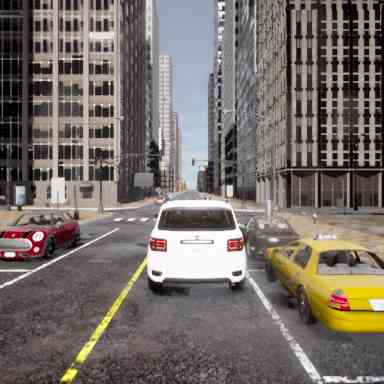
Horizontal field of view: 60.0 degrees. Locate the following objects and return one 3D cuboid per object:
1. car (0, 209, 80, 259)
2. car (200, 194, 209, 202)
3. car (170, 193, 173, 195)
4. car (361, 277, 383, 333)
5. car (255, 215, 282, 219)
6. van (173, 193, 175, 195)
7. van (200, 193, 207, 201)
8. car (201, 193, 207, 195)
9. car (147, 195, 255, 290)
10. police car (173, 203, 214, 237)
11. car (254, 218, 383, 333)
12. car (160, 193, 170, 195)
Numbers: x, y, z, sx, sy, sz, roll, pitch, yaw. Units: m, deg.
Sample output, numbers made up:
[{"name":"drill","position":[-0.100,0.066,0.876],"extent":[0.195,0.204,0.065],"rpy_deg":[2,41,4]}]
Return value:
[{"name":"car","position":[-5.684,1.436,12.405],"extent":[1.967,1.590,4.097],"rpy_deg":[0,0,0]},{"name":"car","position":[2.718,1.343,73.032],"extent":[1.967,1.590,4.097],"rpy_deg":[0,0,0]},{"name":"car","position":[-5.693,1.233,67.353],"extent":[2.192,1.841,5.009],"rpy_deg":[0,0,0]},{"name":"car","position":[2.692,1.551,1.064],"extent":[2.008,1.369,4.403],"rpy_deg":[0,0,0]},{"name":"car","position":[2.696,1.546,12.403],"extent":[2.008,1.369,4.403],"rpy_deg":[0,0,0]},{"name":"van","position":[-5.658,1.213,84.408],"extent":[1.690,1.788,3.998],"rpy_deg":[0,0,0]},{"name":"van","position":[2.720,1.229,78.716],"extent":[1.690,1.788,3.998],"rpy_deg":[0,0,0]},{"name":"car","position":[2.810,1.371,61.664],"extent":[1.967,1.590,4.097],"rpy_deg":[0,0,0]},{"name":"car","position":[0.103,1.219,9.189],"extent":[2.150,2.045,5.566],"rpy_deg":[0,0,0]},{"name":"police car","position":[0.103,1.495,19.109],"extent":[2.038,1.542,4.974],"rpy_deg":[0,0,1]},{"name":"car","position":[2.694,1.524,6.905],"extent":[1.752,1.417,4.829],"rpy_deg":[0,0,0]},{"name":"car","position":[-5.762,1.371,61.667],"extent":[1.967,1.590,4.097],"rpy_deg":[0,0,0]}]
